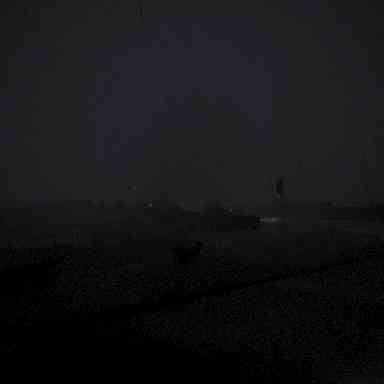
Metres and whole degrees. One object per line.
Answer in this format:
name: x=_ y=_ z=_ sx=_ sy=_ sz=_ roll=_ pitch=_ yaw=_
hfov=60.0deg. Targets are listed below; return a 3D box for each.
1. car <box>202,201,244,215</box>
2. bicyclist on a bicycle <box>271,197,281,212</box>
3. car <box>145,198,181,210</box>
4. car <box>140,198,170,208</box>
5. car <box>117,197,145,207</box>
car: x=2.740 y=1.556 z=30.687 sx=1.812 sy=1.442 sz=4.674 roll=0 pitch=0 yaw=-36
bicyclist on a bicycle: x=9.116 y=1.392 z=36.177 sx=1.656 sy=1.620 sz=0.582 roll=0 pitch=0 yaw=-35
car: x=-3.089 y=1.522 z=38.840 sx=2.128 sy=1.511 sz=4.902 roll=0 pitch=0 yaw=-35
car: x=-5.554 y=1.584 z=49.359 sx=2.033 sy=1.411 sz=5.357 roll=0 pitch=0 yaw=-35
car: x=-9.024 y=1.508 z=47.208 sx=1.882 sy=1.535 sz=5.008 roll=0 pitch=0 yaw=-35
